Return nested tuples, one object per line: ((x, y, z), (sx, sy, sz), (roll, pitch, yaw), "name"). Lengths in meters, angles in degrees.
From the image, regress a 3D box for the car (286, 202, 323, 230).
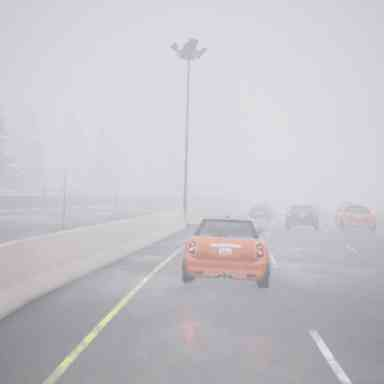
((7.799, 1.615, 23.734), (2.097, 1.767, 4.553), (2, 0, 16), "car")

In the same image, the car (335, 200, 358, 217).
((18.404, 1.930, 39.458), (2.097, 1.767, 4.553), (2, 0, 29), "car")

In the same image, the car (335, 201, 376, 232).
((11.449, 1.709, 23.584), (2.097, 1.767, 4.553), (1, 0, 17), "car")

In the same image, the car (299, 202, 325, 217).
((14.076, 1.954, 38.846), (2.128, 1.511, 4.902), (1, 0, 27), "car")

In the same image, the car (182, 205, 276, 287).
((1.053, 1.403, 9.805), (2.097, 1.767, 4.553), (2, 0, 8), "car")

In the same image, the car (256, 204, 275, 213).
((6.434, 1.806, 30.434), (1.994, 1.385, 4.181), (1, 0, 21), "car")
